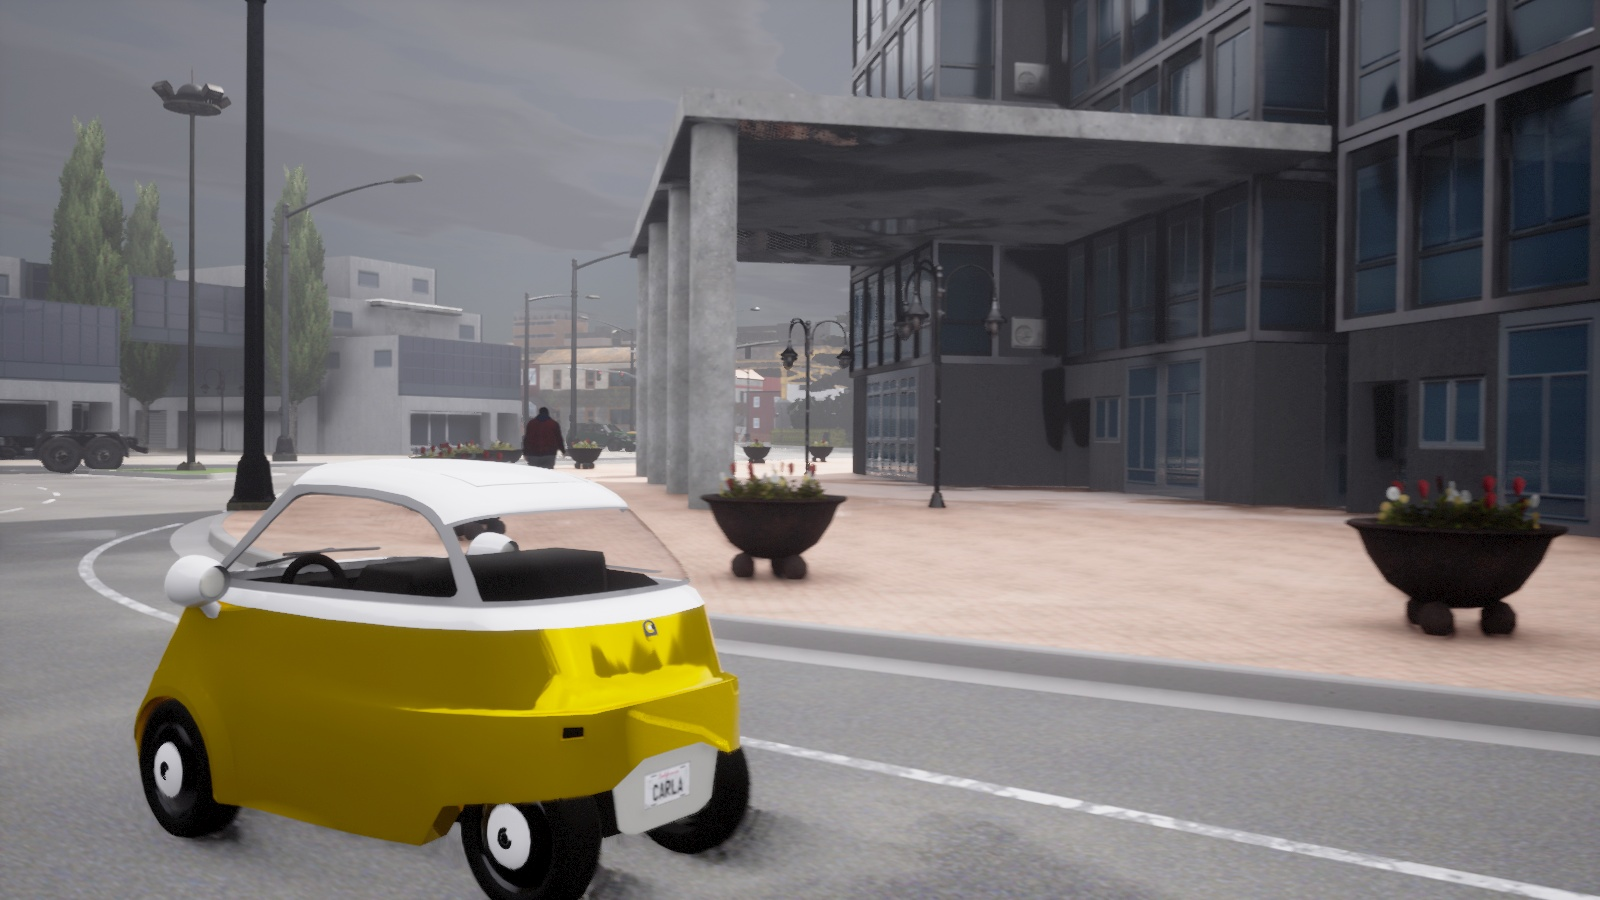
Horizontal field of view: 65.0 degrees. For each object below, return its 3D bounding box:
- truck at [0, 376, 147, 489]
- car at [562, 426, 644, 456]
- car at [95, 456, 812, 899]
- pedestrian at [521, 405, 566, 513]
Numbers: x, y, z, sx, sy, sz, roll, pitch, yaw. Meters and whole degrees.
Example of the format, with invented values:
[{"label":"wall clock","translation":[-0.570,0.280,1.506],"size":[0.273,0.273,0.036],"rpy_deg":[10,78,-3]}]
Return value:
[{"label":"truck","translation":[-25.295,-0.554,39.803],"size":[7.936,3.462,2.891],"rpy_deg":[-1,1,-31]},{"label":"car","translation":[-13.901,-0.633,88.560],"size":[5.566,2.045,2.150],"rpy_deg":[0,1,29]},{"label":"car","translation":[-1.286,0.737,4.633],"size":[2.207,1.376,1.481],"rpy_deg":[0,1,36]},{"label":"pedestrian","translation":[-4.483,0.142,21.997],"size":[0.634,1.844,0.899],"rpy_deg":[-1,1,-4]}]
